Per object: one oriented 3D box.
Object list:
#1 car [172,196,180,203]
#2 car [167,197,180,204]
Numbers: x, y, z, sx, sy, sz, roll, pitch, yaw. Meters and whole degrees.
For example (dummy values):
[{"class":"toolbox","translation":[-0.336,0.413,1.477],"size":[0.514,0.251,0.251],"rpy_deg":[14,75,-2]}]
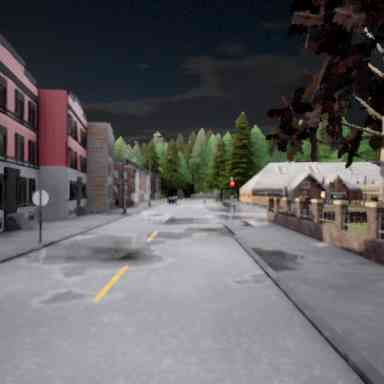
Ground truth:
[{"class":"car","translation":[-3.921,1.854,81.633],"size":[1.812,1.442,4.674],"rpy_deg":[0,0,0]},{"class":"car","translation":[-3.955,1.646,66.170],"size":[2.033,1.411,5.357],"rpy_deg":[1,0,0]}]
